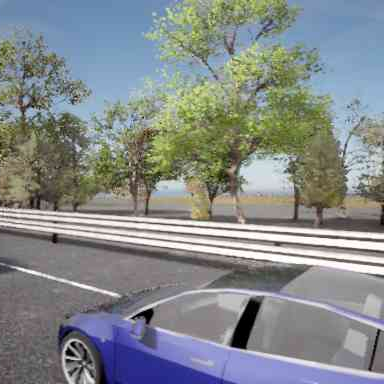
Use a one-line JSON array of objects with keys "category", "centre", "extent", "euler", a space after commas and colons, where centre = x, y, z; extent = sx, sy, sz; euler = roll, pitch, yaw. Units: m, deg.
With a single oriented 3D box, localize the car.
[{"category": "car", "centre": [0.624, 1.503, 3.423], "extent": [4.792, 1.488, 2.163], "euler": [0, 0, 36]}]
